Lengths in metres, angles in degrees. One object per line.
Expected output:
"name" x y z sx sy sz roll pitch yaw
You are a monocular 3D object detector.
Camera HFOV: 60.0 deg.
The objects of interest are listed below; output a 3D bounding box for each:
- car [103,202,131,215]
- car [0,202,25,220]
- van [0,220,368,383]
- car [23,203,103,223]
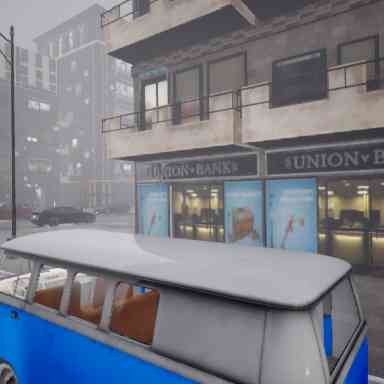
"car" -8.645 1.798 36.426 1.947 1.339 4.313 -2 -1 36
"car" -15.325 1.609 27.343 1.967 1.590 4.097 -2 -1 36
"van" -0.479 1.342 3.202 3.998 1.788 1.690 0 -1 36
"car" -8.574 1.583 22.374 1.947 1.339 4.313 -2 -1 36
